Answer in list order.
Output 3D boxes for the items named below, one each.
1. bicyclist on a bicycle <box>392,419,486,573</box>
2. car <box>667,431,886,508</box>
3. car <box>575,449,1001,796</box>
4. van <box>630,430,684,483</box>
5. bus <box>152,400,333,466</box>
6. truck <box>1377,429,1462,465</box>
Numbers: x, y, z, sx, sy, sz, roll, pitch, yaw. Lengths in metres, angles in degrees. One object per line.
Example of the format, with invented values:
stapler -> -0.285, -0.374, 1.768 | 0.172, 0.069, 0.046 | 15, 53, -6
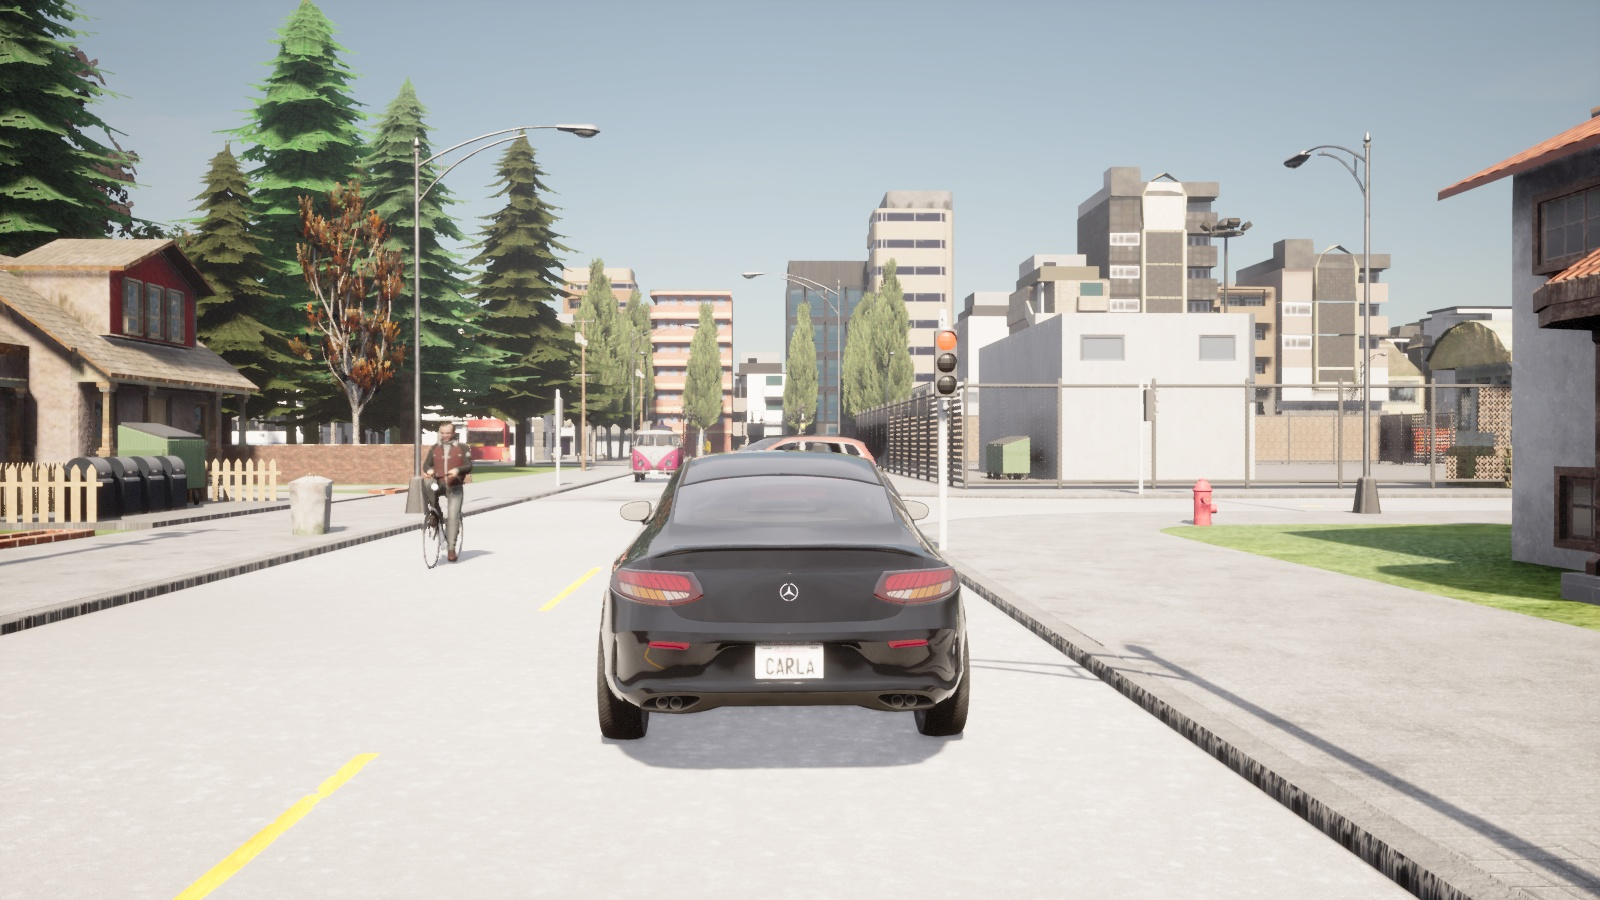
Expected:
bicyclist on a bicycle -> -4.377, 0.527, 15.340 | 0.659, 1.776, 1.843 | 0, 0, -1
car -> -0.556, 0.425, 29.433 | 4.611, 1.667, 2.242 | 0, 0, -25
car -> -0.142, 0.729, 7.674 | 1.812, 1.442, 4.674 | 0, 0, -2
van -> -5.522, 0.218, 49.039 | 1.775, 1.987, 4.442 | 0, 0, -2
bus -> -36.825, -1.130, 83.327 | 10.273, 4.253, 3.944 | 0, 0, -2
truck -> 43.296, -0.205, 87.921 | 5.204, 2.467, 2.627 | 0, 0, 23
